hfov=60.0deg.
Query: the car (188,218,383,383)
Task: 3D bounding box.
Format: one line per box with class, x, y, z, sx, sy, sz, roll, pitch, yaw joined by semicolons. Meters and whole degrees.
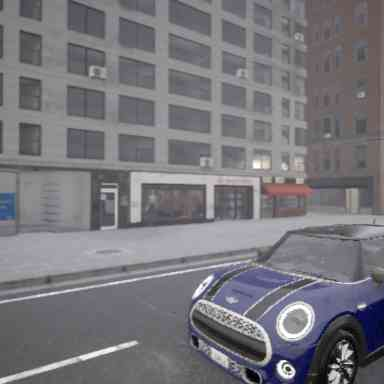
car;2.152;1.354;5.219;4.553;1.767;2.097;0;0;-35
